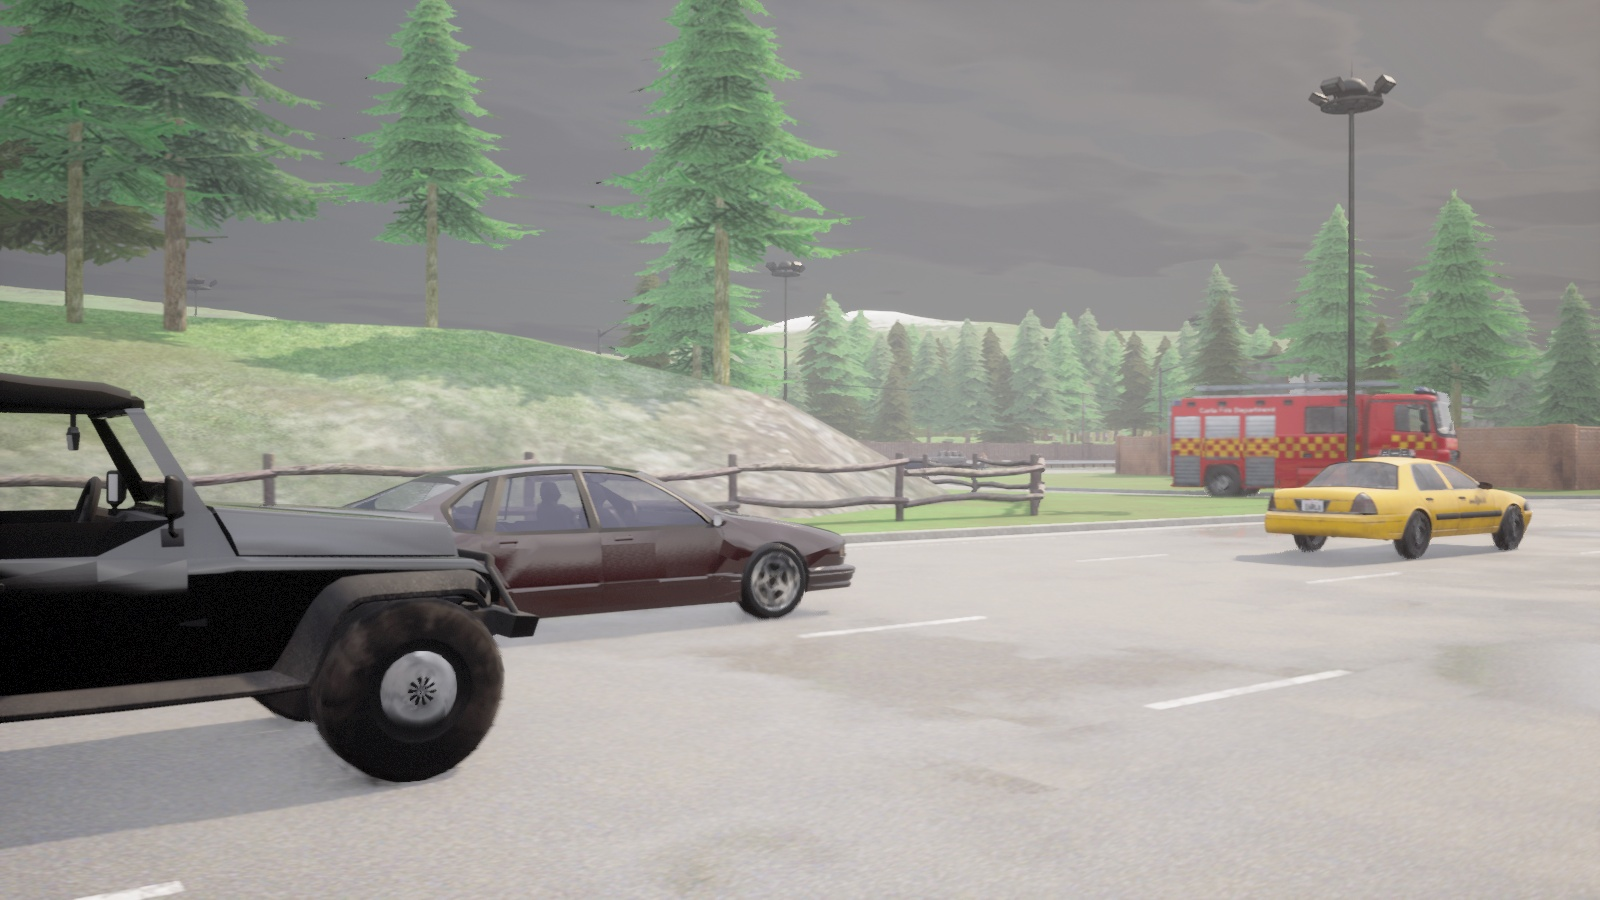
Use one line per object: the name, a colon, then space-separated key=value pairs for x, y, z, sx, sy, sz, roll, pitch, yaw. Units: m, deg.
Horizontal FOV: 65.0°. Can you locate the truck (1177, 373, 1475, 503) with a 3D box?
truck: x=16.845 y=-0.349 z=40.555 sx=8.468 sy=3.827 sz=2.891 roll=0 pitch=0 yaw=34

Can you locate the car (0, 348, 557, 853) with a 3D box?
car: x=-3.289 y=0.563 z=5.633 sx=3.866 sy=1.878 sz=1.905 roll=0 pitch=0 yaw=-36

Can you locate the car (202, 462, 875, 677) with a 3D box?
car: x=-2.054 y=0.826 z=10.895 sx=5.357 sy=1.411 sz=2.033 roll=0 pitch=0 yaw=-37

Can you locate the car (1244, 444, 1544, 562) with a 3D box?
car: x=9.165 y=0.714 z=19.149 sx=5.366 sy=1.575 sz=1.801 roll=0 pitch=0 yaw=-36

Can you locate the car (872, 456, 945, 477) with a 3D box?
car: x=7.156 y=1.050 z=82.545 sx=4.718 sy=1.301 sz=1.895 roll=0 pitch=0 yaw=-37
